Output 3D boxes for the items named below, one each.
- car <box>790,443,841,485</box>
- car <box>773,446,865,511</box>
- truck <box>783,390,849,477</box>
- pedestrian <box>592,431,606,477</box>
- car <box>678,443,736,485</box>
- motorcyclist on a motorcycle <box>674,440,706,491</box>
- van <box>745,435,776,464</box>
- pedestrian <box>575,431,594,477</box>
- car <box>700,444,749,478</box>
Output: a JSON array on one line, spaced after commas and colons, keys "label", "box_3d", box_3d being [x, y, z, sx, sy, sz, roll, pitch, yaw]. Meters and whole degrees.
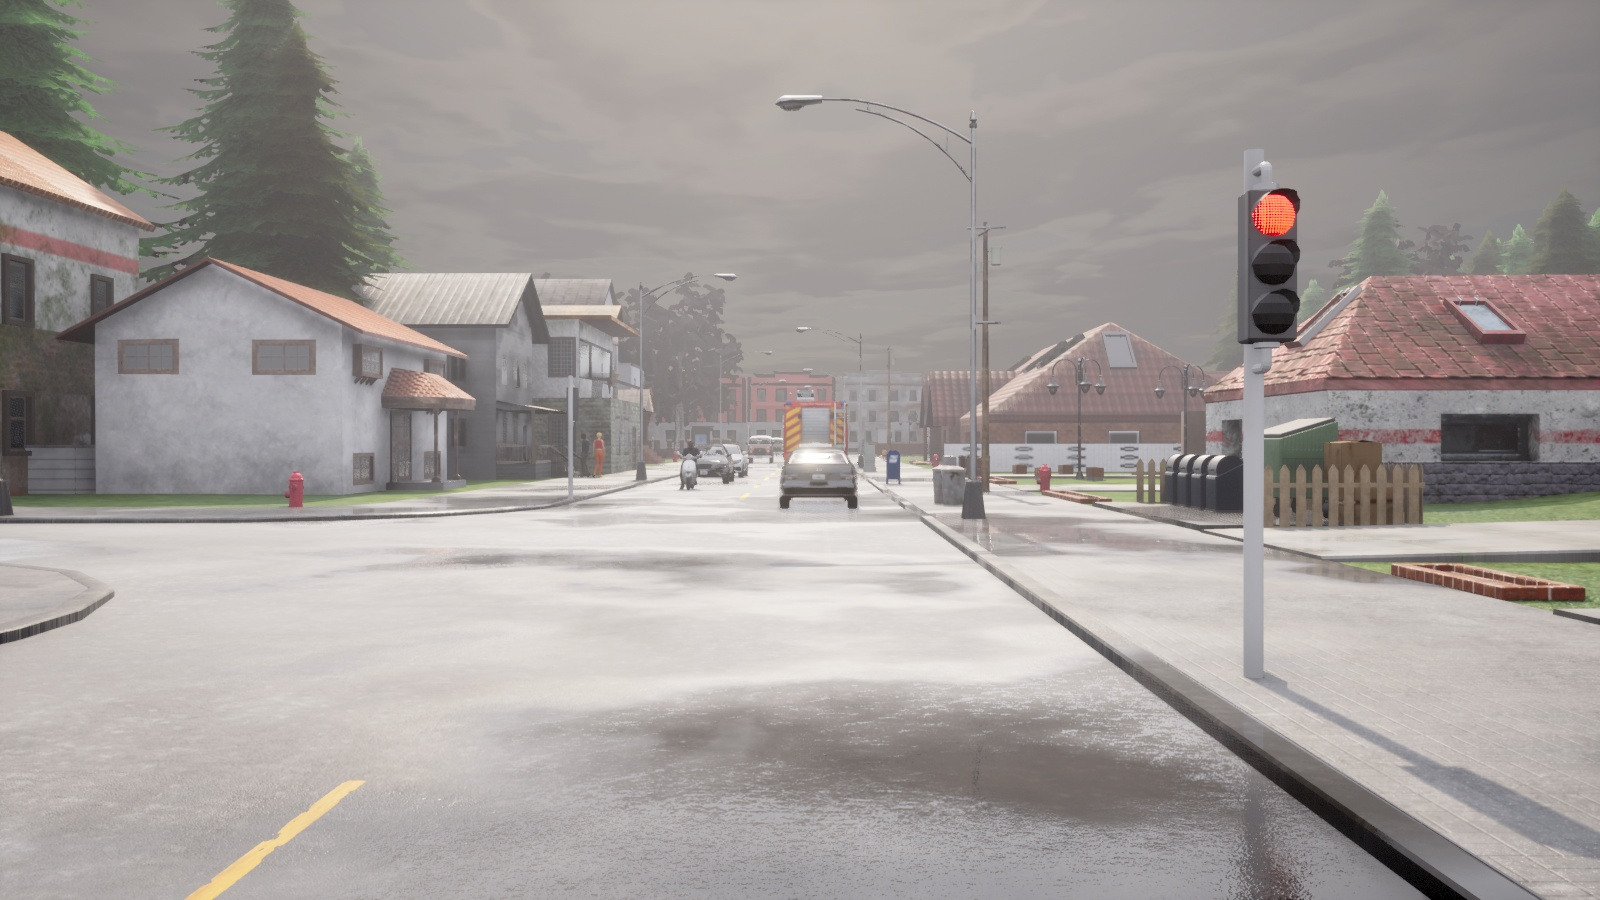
[{"label": "car", "box_3d": [0.587, 0.484, 47.387, 1.837, 1.490, 4.892, 0, 0, 1]}, {"label": "car", "box_3d": [0.434, 0.623, 30.308, 2.033, 1.411, 5.357, 0, 0, 0]}, {"label": "truck", "box_3d": [0.732, -0.752, 59.198, 2.891, 3.827, 8.468, 0, 0, 1]}, {"label": "pedestrian", "box_3d": [-8.160, 0.162, 50.972, 0.345, 1.836, 0.594, 0, 0, 13]}, {"label": "car", "box_3d": [-3.419, 0.492, 46.936, 1.816, 1.474, 4.193, 0, 0, 1]}, {"label": "motorcyclist on a motorcycle", "box_3d": [-3.507, 0.470, 40.226, 0.866, 1.590, 1.817, 0, 0, 1]}, {"label": "van", "box_3d": [-2.870, -0.051, 91.785, 2.069, 2.038, 4.480, 0, 0, 1]}, {"label": "pedestrian", "box_3d": [-8.757, 0.161, 51.036, 0.726, 1.835, 0.370, 0, 0, -23]}, {"label": "car", "box_3d": [-3.314, 0.455, 55.688, 1.812, 1.442, 4.674, 0, 0, 1]}]
